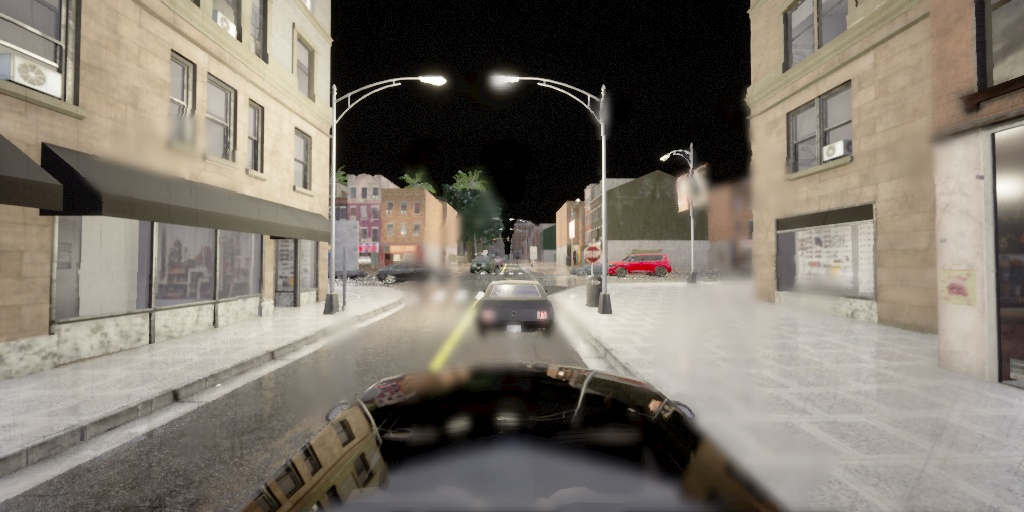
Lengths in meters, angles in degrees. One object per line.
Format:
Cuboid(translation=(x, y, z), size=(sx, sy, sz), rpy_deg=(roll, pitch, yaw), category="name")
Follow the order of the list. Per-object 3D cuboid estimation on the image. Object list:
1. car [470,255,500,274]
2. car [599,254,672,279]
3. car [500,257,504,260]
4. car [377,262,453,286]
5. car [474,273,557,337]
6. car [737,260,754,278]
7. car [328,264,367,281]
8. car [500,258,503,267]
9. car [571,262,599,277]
Cuboid(translation=(-3.192, 0.947, 41.245), size=(2.150, 2.045, 5.566), rpy_deg=(0, 0, 8), category="car")
Cuboid(translation=(10.797, 0.846, 30.823), size=(5.566, 2.045, 2.150), rpy_deg=(-1, -1, -1), category="car")
Cuboid(translation=(-2.631, 1.168, 64.351), size=(1.882, 1.535, 5.008), rpy_deg=(0, 0, 0), category="car")
Cuboid(translation=(-6.419, 1.169, 23.922), size=(4.892, 1.490, 1.837), rpy_deg=(0, -1, -1), category="car")
Cuboid(translation=(0.091, 1.350, 10.228), size=(1.895, 1.301, 4.718), rpy_deg=(0, 0, 0), category="car")
Cuboid(translation=(19.995, 0.927, 27.476), size=(4.902, 1.511, 2.128), rpy_deg=(-1, -1, -1), category="car")
Cuboid(translation=(-15.292, 1.392, 30.513), size=(5.357, 1.411, 2.033), rpy_deg=(0, -1, -1), category="car")
Cuboid(translation=(-2.650, 1.307, 52.473), size=(1.895, 1.301, 4.718), rpy_deg=(0, 0, 0), category="car")
Cuboid(translation=(7.725, 1.297, 34.030), size=(4.181, 1.385, 1.994), rpy_deg=(-1, -1, -1), category="car")
